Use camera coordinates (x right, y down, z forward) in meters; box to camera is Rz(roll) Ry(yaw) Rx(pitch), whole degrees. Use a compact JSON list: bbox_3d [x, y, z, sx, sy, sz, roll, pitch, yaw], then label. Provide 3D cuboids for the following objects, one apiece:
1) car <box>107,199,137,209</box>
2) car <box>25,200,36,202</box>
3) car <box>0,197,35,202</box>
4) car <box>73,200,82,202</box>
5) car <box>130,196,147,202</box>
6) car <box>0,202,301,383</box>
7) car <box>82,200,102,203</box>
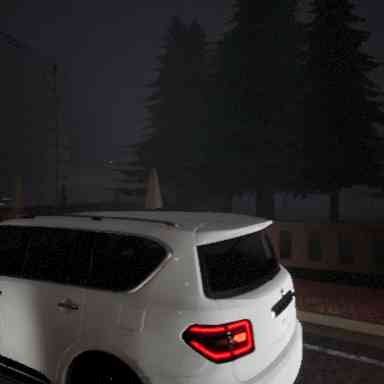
[{"bbox_3d":[-11.350,1.945,54.631,2.033,1.411,5.357,-1,0,25],"label":"car"},{"bbox_3d":[-16.318,1.898,35.319,1.812,1.442,4.674,-1,0,25],"label":"car"},{"bbox_3d":[-19.659,1.634,36.452,2.150,2.045,5.566,-1,0,24],"label":"car"},{"bbox_3d":[-15.512,1.883,45.558,1.882,1.535,5.008,-1,0,24],"label":"car"},{"bbox_3d":[-7.683,1.578,54.260,2.150,2.045,5.566,-1,0,26],"label":"car"},{"bbox_3d":[-1.483,1.256,4.379,5.566,2.045,2.150,0,0,30],"label":"car"},{"bbox_3d":[-12.036,1.869,44.747,1.837,1.490,4.892,-1,0,24],"label":"car"}]
